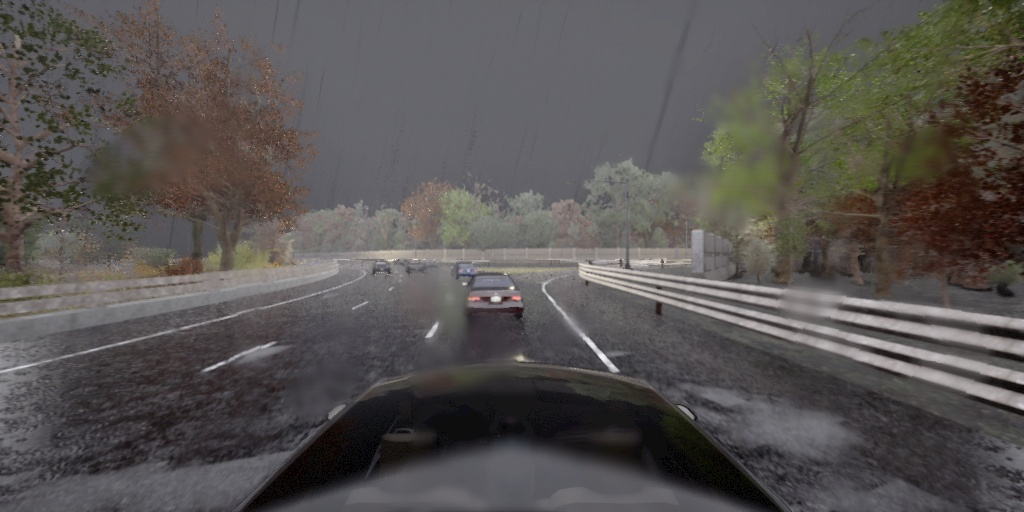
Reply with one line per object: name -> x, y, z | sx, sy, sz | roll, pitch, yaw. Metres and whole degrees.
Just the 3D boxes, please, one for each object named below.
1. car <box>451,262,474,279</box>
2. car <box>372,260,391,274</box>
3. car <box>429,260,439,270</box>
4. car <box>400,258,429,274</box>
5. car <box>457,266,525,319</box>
car -> -4.196, 1.236, 31.405 | 2.033, 1.411, 5.357 | 0, 0, -16
car -> -15.016, 1.228, 41.179 | 1.812, 1.442, 4.674 | 0, 0, -22
car -> -11.839, 1.212, 51.253 | 2.033, 1.411, 5.357 | 0, 0, -25
car -> -11.088, 1.181, 40.707 | 2.128, 1.511, 4.902 | 0, 0, -21
car -> -0.735, 1.272, 12.726 | 2.033, 1.411, 5.357 | 0, 0, -6
